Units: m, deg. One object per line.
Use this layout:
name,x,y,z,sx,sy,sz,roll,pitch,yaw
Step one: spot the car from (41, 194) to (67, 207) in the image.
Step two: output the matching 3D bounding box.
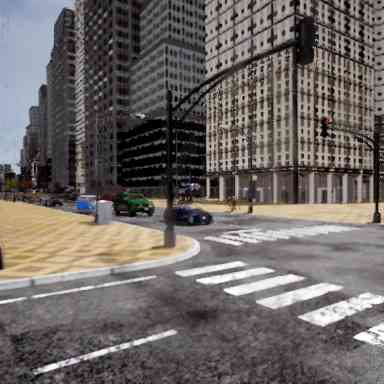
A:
car,-19.741,1.388,47.572,1.947,1.339,4.313,0,0,-34

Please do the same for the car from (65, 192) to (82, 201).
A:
car,-25.211,0.979,70.620,2.192,1.841,5.009,0,0,-34

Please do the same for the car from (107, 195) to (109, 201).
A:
car,-11.096,1.385,39.419,1.812,1.442,4.674,0,1,-34

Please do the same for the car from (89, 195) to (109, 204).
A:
car,-15.902,1.288,56.854,1.887,1.381,4.507,0,0,-34

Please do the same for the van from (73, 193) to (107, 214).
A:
van,-10.432,1.240,33.805,1.690,1.788,3.998,0,0,-34

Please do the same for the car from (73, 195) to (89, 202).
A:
car,-22.108,1.257,66.033,1.947,1.339,4.313,0,0,-34

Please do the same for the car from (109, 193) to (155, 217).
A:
car,-5.505,1.127,31.133,2.150,2.045,5.566,0,0,-34

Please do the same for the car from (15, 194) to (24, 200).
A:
car,-41.462,1.220,79.692,1.802,1.307,4.206,0,0,-34

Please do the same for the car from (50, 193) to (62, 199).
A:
car,-34.615,1.110,84.527,1.752,1.417,4.829,0,0,-34

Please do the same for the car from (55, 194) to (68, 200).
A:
car,-31.417,1.162,79.798,2.008,1.369,4.403,0,0,-34

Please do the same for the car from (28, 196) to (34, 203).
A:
car,-29.050,1.326,61.338,1.802,1.307,4.206,0,0,-34

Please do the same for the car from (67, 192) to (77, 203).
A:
car,-22.150,1.230,61.456,1.837,1.490,4.892,0,1,-34

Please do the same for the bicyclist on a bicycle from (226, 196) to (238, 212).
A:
bicyclist on a bicycle,3.956,1.169,32.733,1.656,1.620,0.582,-1,1,-34

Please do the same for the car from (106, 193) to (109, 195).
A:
car,-12.799,1.084,52.265,2.192,1.841,5.009,0,0,-34

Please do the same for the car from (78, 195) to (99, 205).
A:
car,-16.623,1.297,53.289,1.812,1.442,4.674,0,1,-34

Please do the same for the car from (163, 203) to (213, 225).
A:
car,-0.335,1.511,23.490,1.994,1.385,4.181,0,1,-34

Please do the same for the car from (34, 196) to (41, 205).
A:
car,-22.844,1.347,52.160,2.008,1.369,4.403,0,0,-34
